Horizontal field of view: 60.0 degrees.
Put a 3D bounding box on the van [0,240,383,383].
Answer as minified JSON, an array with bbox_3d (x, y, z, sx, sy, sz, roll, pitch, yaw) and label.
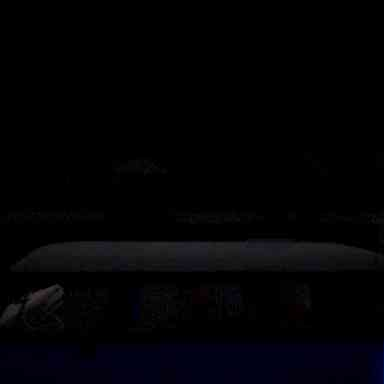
[{"bbox_3d":[0.092,1.392,3.255,3.998,1.788,1.690,0,-1,-2],"label":"van"}]
